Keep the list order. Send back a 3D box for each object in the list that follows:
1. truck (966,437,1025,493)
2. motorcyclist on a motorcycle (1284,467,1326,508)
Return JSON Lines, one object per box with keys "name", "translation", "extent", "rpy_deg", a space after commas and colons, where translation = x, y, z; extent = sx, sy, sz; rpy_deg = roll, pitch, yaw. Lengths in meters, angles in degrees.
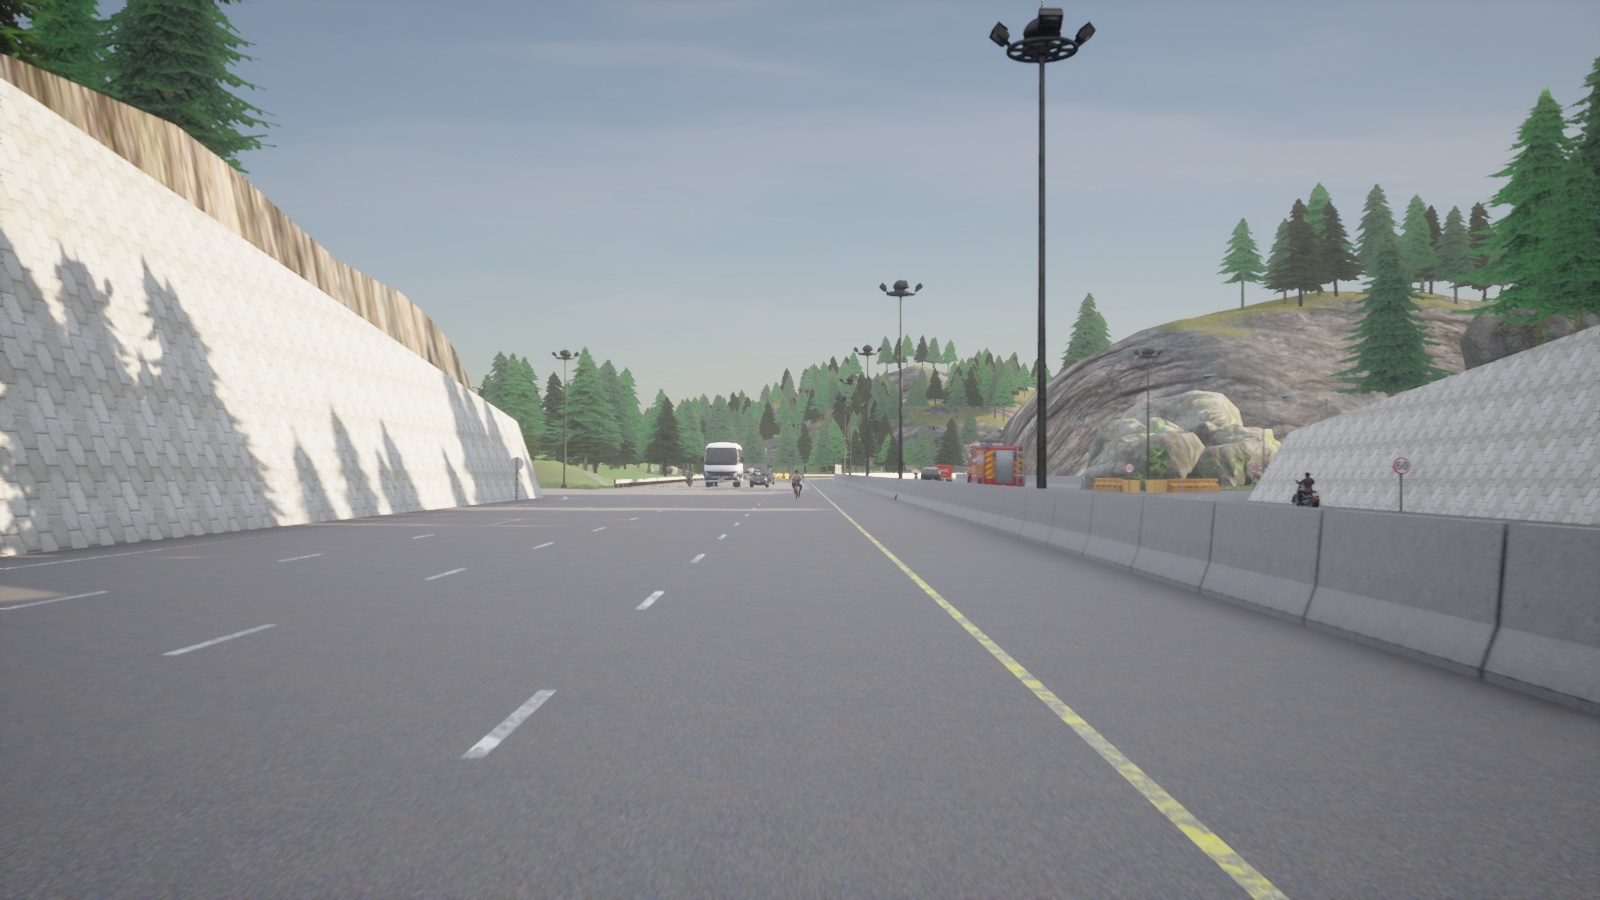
{"name": "truck", "translation": [13.779, 1.088, 89.179], "extent": [2.891, 3.827, 8.468], "rpy_deg": [0, -1, 0]}
{"name": "motorcyclist on a motorcycle", "translation": [20.874, 1.551, 51.962], "extent": [0.766, 1.649, 2.350], "rpy_deg": [0, -1, 0]}
